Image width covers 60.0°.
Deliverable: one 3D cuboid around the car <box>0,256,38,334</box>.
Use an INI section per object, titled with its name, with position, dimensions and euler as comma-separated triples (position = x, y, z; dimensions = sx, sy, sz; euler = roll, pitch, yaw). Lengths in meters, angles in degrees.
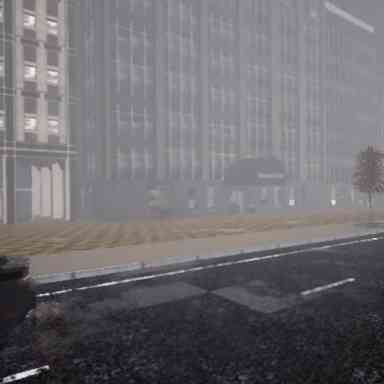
[car]
position = -4.707, 1.508, 4.320
dimensions = 4.892, 1.490, 1.837
euler = 0, 0, -36
